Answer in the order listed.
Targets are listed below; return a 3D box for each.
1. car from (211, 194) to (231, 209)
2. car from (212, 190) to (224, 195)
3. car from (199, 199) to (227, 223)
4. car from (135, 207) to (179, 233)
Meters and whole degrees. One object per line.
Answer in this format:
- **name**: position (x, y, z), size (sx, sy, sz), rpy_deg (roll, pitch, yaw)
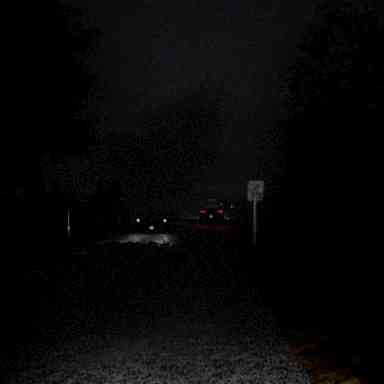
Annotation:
- **car**: position (3.769, 1.360, 41.444), size (1.994, 1.385, 4.181), rpy_deg (1, 2, 10)
- **car**: position (4.817, 0.470, 61.019), size (2.128, 1.511, 4.902), rpy_deg (2, 4, 14)
- **car**: position (1.556, 1.532, 25.423), size (1.812, 1.442, 4.674), rpy_deg (0, 0, 6)
- **car**: position (-1.959, 1.576, 19.655), size (1.895, 1.301, 4.718), rpy_deg (1, 0, 5)
